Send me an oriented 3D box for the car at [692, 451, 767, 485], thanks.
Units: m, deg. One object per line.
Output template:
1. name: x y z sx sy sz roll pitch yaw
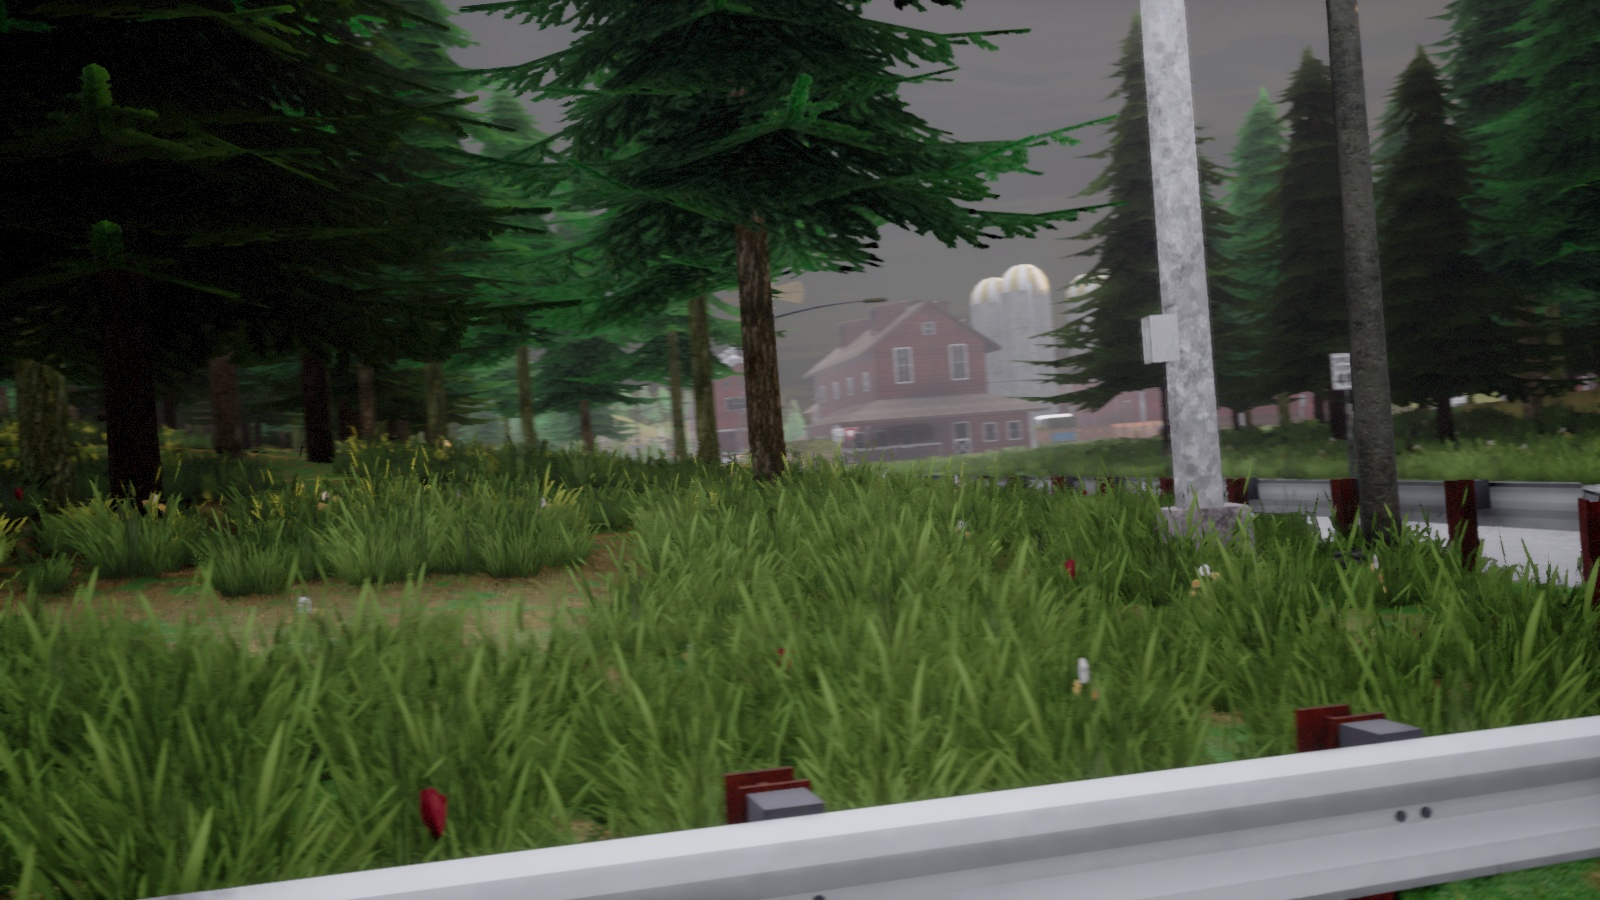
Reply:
1. car: -4.250 1.080 76.735 1.801 1.575 5.366 -6 1 29
